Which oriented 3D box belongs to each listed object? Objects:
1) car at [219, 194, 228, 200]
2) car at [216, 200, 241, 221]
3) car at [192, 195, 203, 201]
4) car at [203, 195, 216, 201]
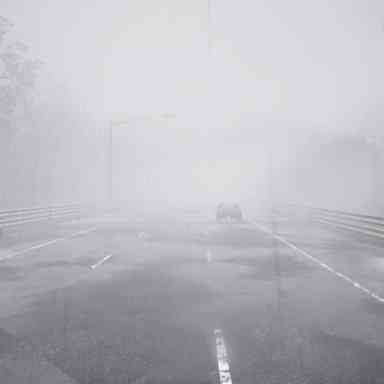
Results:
[{"bbox_3d":[8.097,1.437,86.087,2.097,1.767,4.553,0,0,7],"label":"car"},{"bbox_3d":[2.965,1.612,27.641,1.895,1.301,4.718,0,0,3],"label":"car"},{"bbox_3d":[1.001,1.621,85.724,2.033,1.411,5.357,0,0,7],"label":"car"},{"bbox_3d":[4.532,1.676,85.760,1.895,1.301,4.718,0,0,7],"label":"car"}]
